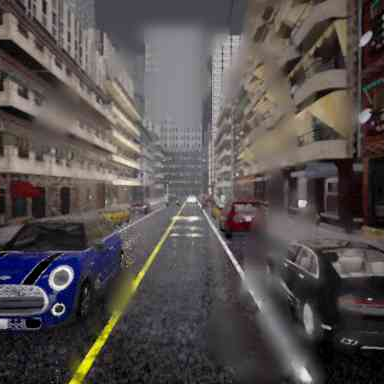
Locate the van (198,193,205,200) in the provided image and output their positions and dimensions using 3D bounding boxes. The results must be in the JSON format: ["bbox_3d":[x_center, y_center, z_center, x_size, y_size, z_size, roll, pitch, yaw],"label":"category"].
[{"bbox_3d":[2.551,1.295,89.498,1.690,1.788,3.998,-1,0,0],"label":"van"}]

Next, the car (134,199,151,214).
[{"bbox_3d":[-5.327,1.427,33.987,1.967,1.590,4.097,-1,0,0],"label":"car"}]

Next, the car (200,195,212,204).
[{"bbox_3d":[2.553,1.411,61.753,1.967,1.590,4.097,-1,0,0],"label":"car"}]

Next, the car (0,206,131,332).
[{"bbox_3d":[-2.851,1.349,7.134,2.097,1.767,4.553,0,0,0],"label":"car"}]

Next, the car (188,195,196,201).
[{"bbox_3d":[-0.002,1.364,77.967,1.812,1.442,4.674,0,0,0],"label":"car"}]

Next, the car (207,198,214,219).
[{"bbox_3d":[2.555,1.514,28.629,1.752,1.417,4.829,-1,0,0],"label":"car"}]

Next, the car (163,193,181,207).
[{"bbox_3d":[-2.824,1.330,49.950,2.097,1.767,4.553,0,0,0],"label":"car"}]

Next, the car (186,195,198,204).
[{"bbox_3d":[-0.002,1.497,62.005,1.812,1.442,4.674,0,0,0],"label":"car"}]

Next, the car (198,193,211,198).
[{"bbox_3d":[2.551,1.290,56.204,2.192,1.841,5.009,-1,0,0],"label":"car"}]

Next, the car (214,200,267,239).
[{"bbox_3d":[2.552,1.308,17.361,2.192,1.841,5.009,-1,0,0],"label":"car"}]

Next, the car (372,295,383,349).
[{"bbox_3d":[2.556,1.566,0.714,1.947,1.339,4.313,-1,0,0],"label":"car"}]

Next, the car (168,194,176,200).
[{"bbox_3d":[-5.328,1.395,89.479,1.967,1.590,4.097,-1,0,0],"label":"car"}]

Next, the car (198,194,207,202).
[{"bbox_3d":[2.552,1.402,78.400,1.967,1.590,4.097,-1,0,0],"label":"car"}]

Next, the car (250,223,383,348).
[{"bbox_3d":[2.556,1.548,6.263,2.008,1.369,4.403,-1,0,0],"label":"car"}]

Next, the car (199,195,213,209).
[{"bbox_3d":[2.225,1.507,43.800,1.812,1.442,4.674,0,0,0],"label":"car"}]

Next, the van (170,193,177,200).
[{"bbox_3d":[-5.329,1.292,95.027,1.690,1.788,3.998,-1,0,0],"label":"van"}]

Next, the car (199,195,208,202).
[{"bbox_3d":[2.553,1.490,73.021,1.752,1.417,4.829,-1,0,0],"label":"car"}]

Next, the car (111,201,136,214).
[{"bbox_3d":[-5.325,1.517,22.719,1.752,1.417,4.829,-1,0,0],"label":"car"}]

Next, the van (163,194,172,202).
[{"bbox_3d":[-5.329,1.307,72.831,1.690,1.788,3.998,-1,0,0],"label":"van"}]
